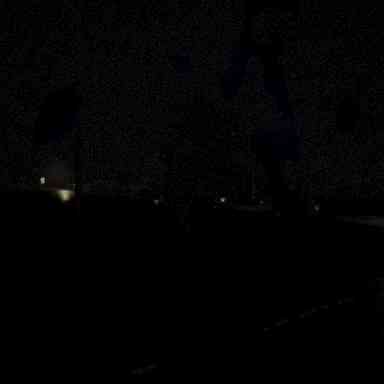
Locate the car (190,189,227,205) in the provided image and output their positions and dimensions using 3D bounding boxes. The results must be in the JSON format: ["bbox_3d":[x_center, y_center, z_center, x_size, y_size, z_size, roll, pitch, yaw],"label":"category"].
[{"bbox_3d":[1.587,0.504,34.241,2.128,1.511,4.902,0,2,-35],"label":"car"}]

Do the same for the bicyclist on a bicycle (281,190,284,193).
[{"bbox_3d":[9.210,0.654,33.852,1.656,1.620,0.582,0,2,-35],"label":"bicyclist on a bicycle"}]

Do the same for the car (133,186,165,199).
[{"bbox_3d":[-5.300,0.131,43.931,2.033,1.411,5.357,0,2,-35],"label":"car"}]

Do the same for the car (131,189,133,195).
[{"bbox_3d":[-7.966,-0.241,52.660,1.882,1.535,5.008,0,2,-35],"label":"car"}]

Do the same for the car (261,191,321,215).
[{"bbox_3d":[7.580,0.888,25.820,2.128,1.511,4.902,0,2,-35],"label":"car"}]

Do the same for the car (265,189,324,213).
[{"bbox_3d":[8.838,0.678,29.059,2.097,1.767,4.553,0,2,-35],"label":"car"}]
